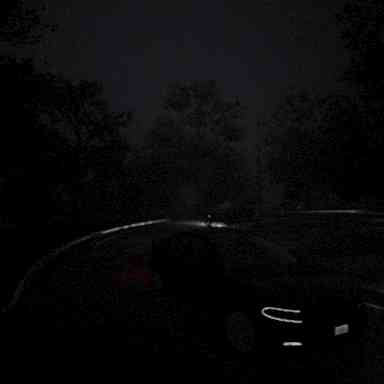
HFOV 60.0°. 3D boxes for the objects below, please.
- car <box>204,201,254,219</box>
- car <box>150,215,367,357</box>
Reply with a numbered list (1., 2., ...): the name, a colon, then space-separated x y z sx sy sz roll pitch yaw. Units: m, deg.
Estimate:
1. car: 2.904 1.427 25.275 4.674 1.442 1.812 -1 0 -44
2. car: 0.741 1.453 6.373 1.882 1.535 5.008 -1 0 -27
